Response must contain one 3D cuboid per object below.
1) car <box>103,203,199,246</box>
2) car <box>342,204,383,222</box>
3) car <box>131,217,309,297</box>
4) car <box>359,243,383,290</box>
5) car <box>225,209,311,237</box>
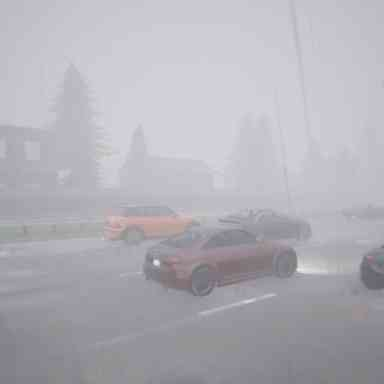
[{"bbox_3d":[-1.682,1.352,15.445,4.553,1.767,2.097,0,0,-35],"label":"car"},{"bbox_3d":[14.174,1.595,26.741,4.718,1.301,1.895,0,0,-35],"label":"car"},{"bbox_3d":[0.839,1.563,8.645,4.181,1.385,1.994,0,0,-35],"label":"car"},{"bbox_3d":[5.858,1.562,7.922,4.181,1.385,1.994,0,0,-35],"label":"car"},{"bbox_3d":[3.266,1.490,14.669,4.902,1.511,2.128,0,0,-35],"label":"car"}]
